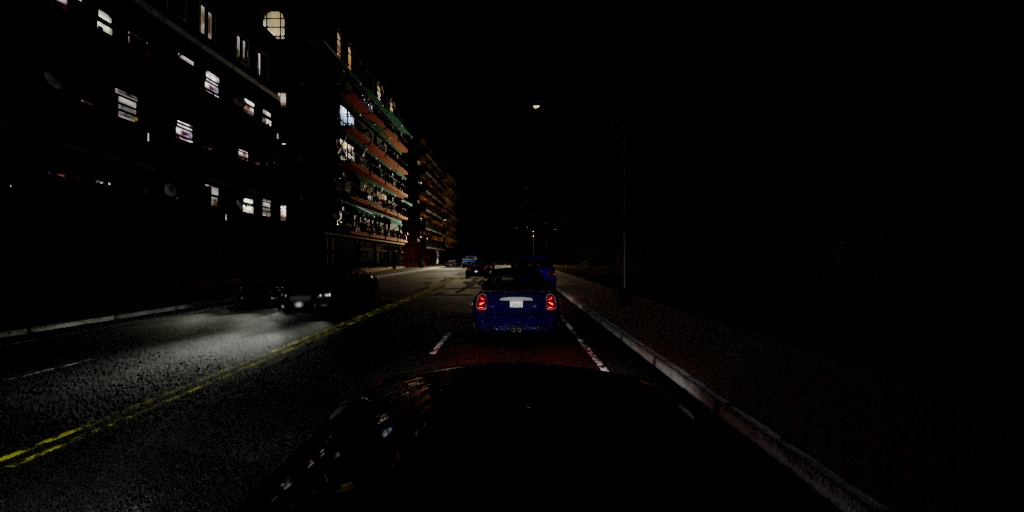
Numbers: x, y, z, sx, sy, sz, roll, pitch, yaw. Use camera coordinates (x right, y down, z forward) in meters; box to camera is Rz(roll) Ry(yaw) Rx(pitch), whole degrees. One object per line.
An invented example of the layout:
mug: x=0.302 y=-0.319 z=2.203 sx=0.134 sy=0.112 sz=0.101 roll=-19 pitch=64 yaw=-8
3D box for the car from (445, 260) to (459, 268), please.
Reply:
car: x=-9.825 y=1.314 z=59.310 sx=1.994 sy=1.385 sz=4.181 roll=0 pitch=0 yaw=0

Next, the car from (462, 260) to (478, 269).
car: x=-3.148 y=1.316 z=33.466 sx=1.994 sy=1.385 sz=4.181 roll=0 pitch=0 yaw=0

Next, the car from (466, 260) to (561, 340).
car: x=0.098 y=1.103 z=10.172 sx=2.097 sy=1.767 sz=4.553 roll=0 pitch=0 yaw=0

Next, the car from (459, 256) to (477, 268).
car: x=-6.585 y=0.971 z=56.856 sx=2.150 sy=2.045 sz=5.566 roll=0 pitch=0 yaw=0

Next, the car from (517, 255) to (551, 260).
car: x=1.137 y=0.977 z=19.747 sx=2.150 sy=2.045 sz=5.566 roll=0 pitch=0 yaw=0

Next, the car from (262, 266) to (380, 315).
car: x=-6.601 y=1.243 z=13.551 sx=2.128 sy=1.511 sz=4.902 roll=0 pitch=0 yaw=0

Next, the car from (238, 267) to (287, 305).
car: x=-9.850 y=1.230 z=16.164 sx=1.882 sy=1.535 sz=5.008 roll=0 pitch=0 yaw=0
